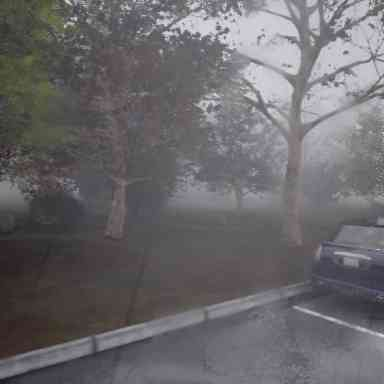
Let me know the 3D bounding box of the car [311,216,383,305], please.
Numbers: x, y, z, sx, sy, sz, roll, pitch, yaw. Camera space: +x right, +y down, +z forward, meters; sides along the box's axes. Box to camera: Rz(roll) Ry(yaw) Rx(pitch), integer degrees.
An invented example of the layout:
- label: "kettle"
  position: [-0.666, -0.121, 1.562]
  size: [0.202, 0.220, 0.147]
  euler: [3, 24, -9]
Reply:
- label: "car"
  position: [4.803, 1.339, 7.481]
  size: [4.553, 1.767, 2.185]
  euler: [0, 0, -33]
